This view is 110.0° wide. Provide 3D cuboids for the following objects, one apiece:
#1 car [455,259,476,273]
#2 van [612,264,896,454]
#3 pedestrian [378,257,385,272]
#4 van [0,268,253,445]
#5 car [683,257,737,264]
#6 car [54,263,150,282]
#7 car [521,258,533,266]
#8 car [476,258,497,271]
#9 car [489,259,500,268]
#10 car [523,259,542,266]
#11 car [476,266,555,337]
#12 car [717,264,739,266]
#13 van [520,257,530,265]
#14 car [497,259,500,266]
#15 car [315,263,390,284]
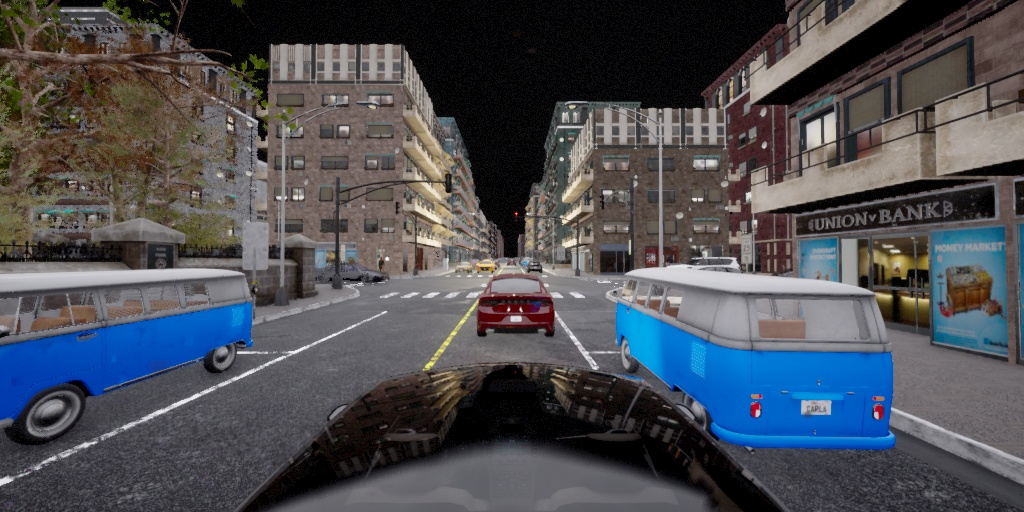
[{"bbox_3d":[-5.719,1.289,42.763,1.751,1.417,4.829,0,0,0],"label":"car"},{"bbox_3d":[2.656,1.092,4.992,1.690,1.789,3.998,0,0,0],"label":"van"},{"bbox_3d":[-12.563,0.967,34.370,0.375,1.860,0.375,0,-1,1],"label":"pedestrian"},{"bbox_3d":[-5.658,1.092,4.988,1.690,1.789,3.998,0,0,0],"label":"van"},{"bbox_3d":[15.082,1.101,28.507,5.566,2.045,2.150,0,-1,2],"label":"car"},{"bbox_3d":[-29.414,1.178,25.816,4.718,1.301,1.895,0,-1,1],"label":"car"},{"bbox_3d":[2.658,1.317,48.582,2.007,1.370,4.403,0,0,0],"label":"car"},{"bbox_3d":[-3.132,1.242,43.627,1.882,1.535,5.008,0,0,0],"label":"car"},{"bbox_3d":[-3.106,1.299,63.727,1.812,1.442,4.674,0,0,0],"label":"car"},{"bbox_3d":[2.662,1.330,42.939,1.948,1.339,4.313,0,0,0],"label":"car"},{"bbox_3d":[0.092,1.230,10.352,1.882,1.535,5.008,0,0,0],"label":"car"},{"bbox_3d":[13.519,1.333,22.735,4.313,1.339,1.948,0,0,1],"label":"car"},{"bbox_3d":[2.650,1.112,59.866,1.690,1.789,3.998,0,0,0],"label":"van"},{"bbox_3d":[-3.133,1.316,53.588,2.033,1.411,5.357,0,0,0],"label":"car"},{"bbox_3d":[-11.599,1.239,25.612,5.357,1.411,2.033,1,-1,1],"label":"car"}]
